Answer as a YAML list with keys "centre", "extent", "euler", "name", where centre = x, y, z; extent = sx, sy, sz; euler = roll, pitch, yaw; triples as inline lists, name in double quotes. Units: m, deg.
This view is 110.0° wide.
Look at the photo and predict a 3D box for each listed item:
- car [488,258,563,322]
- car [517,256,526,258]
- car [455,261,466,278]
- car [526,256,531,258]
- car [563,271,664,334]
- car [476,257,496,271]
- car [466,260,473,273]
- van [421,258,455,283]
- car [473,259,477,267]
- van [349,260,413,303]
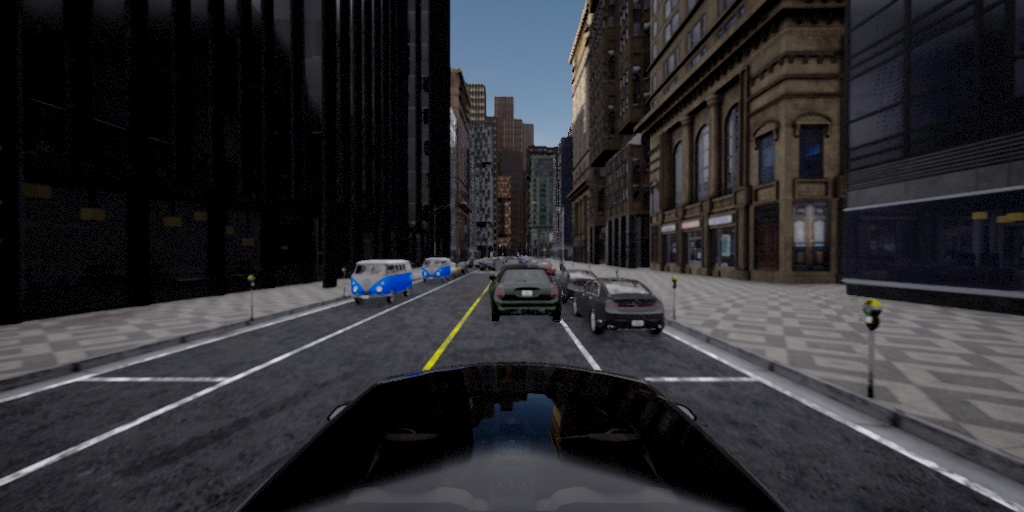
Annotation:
- centre: [0.303, 1.076, 12.359]
  extent: [2.097, 1.767, 4.553]
  euler: [0, 0, -4]
  name: "car"
- centre: [0.097, 1.018, 36.949]
  extent: [2.097, 1.767, 4.553]
  euler: [0, 0, 0]
  name: "car"
- centre: [-5.670, 1.200, 32.729]
  extent: [1.751, 1.417, 4.829]
  euler: [0, 0, 0]
  name: "car"
- centre: [2.854, 1.089, 44.202]
  extent: [1.967, 1.591, 4.097]
  euler: [0, 0, 0]
  name: "car"
- centre: [2.857, 1.280, 10.311]
  extent: [2.007, 1.370, 4.403]
  euler: [0, 0, 0]
  name: "car"
- centre: [-3.009, 1.193, 45.897]
  extent: [2.033, 1.411, 5.357]
  euler: [0, 0, 0]
  name: "car"
- centre: [-5.671, 1.228, 38.548]
  extent: [1.948, 1.339, 4.313]
  euler: [0, 0, 0]
  name: "car"
- centre: [-5.670, 1.029, 27.251]
  extent: [1.690, 1.789, 3.998]
  euler: [0, 0, 0]
  name: "van"
- centre: [-5.672, 1.190, 55.494]
  extent: [1.948, 1.339, 4.313]
  euler: [0, 0, 0]
  name: "car"
- centre: [-5.669, 1.056, 15.953]
  extent: [1.690, 1.789, 3.998]
  euler: [0, 0, 0]
  name: "van"
